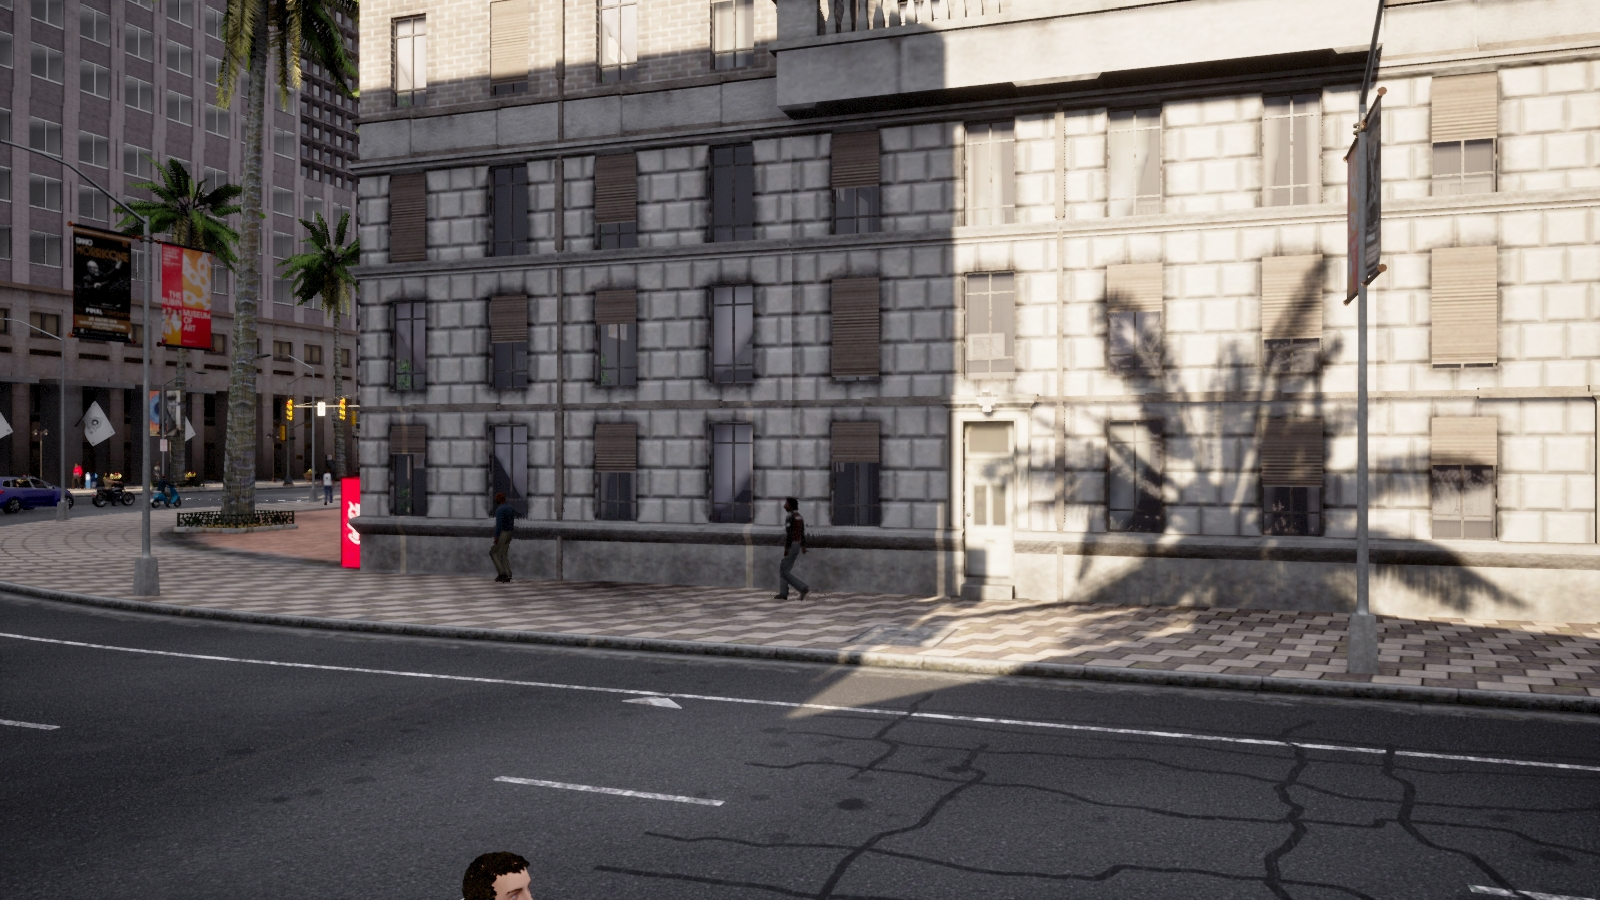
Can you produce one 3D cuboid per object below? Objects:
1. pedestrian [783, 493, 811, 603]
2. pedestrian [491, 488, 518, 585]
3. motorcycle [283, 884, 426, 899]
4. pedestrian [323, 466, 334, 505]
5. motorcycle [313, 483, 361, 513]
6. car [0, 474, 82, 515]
[{"bbox_3d":[-0.053,1.696,19.882,0.375,1.860,0.375,0,0,23],"label":"pedestrian"},{"bbox_3d":[-5.834,1.696,22.543,0.375,1.860,0.375,0,0,21],"label":"pedestrian"},{"bbox_3d":[-1.025,2.215,3.639,2.033,1.145,0.803,-1,0,20],"label":"motorcycle"},{"bbox_3d":[-22.588,1.696,54.708,0.375,1.860,0.375,0,0,-6],"label":"pedestrian"},{"bbox_3d":[-21.134,2.170,52.239,0.764,1.277,2.356,0,0,16],"label":"motorcycle"},{"bbox_3d":[-35.215,1.967,51.598,2.242,1.667,4.611,0,0,9],"label":"car"}]
